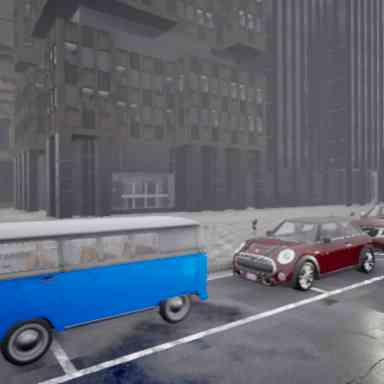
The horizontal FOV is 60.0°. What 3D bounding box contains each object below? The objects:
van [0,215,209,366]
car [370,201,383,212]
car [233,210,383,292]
[{"bbox_3d":[-1.603,1.333,5.509,3.998,1.788,1.690,0,0,-35],"label":"van"},{"bbox_3d":[7.584,1.251,12.057,5.009,1.841,2.192,0,0,-35],"label":"car"},{"bbox_3d":[2.991,1.404,8.782,4.097,1.590,1.967,0,0,-35],"label":"car"}]
